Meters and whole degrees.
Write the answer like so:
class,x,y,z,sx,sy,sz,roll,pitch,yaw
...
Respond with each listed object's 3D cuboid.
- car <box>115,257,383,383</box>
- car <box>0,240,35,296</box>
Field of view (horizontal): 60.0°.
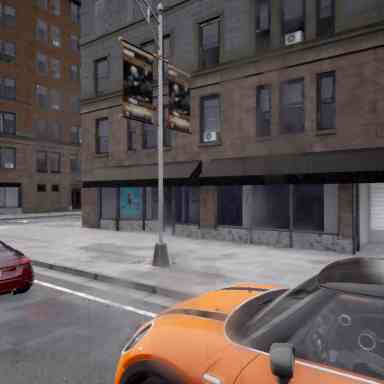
class,x,y,z,sx,sy,sz,roll,pitch,yaw
car,1.486,1.352,2.627,4.553,1.767,2.097,0,0,35
car,-5.456,1.564,7.558,4.181,1.385,1.994,0,0,36
